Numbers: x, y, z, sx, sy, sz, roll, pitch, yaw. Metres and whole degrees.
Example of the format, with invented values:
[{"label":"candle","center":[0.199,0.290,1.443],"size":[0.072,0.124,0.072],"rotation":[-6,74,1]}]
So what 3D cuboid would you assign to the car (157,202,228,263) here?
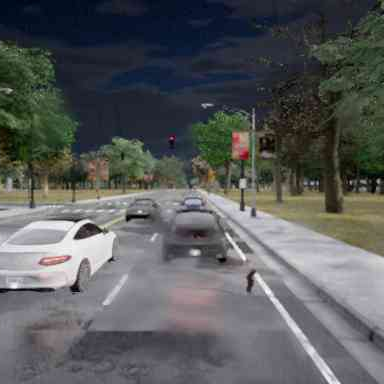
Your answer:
[{"label":"car","center":[0.088,1.294,11.036],"size":[1.837,1.490,4.892],"rotation":[0,1,0]}]

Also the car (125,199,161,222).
[{"label":"car","center":[-3.171,1.145,22.216],"size":[1.994,1.385,4.181],"rotation":[0,1,0]}]

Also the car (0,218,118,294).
[{"label":"car","center":[-3.158,1.368,8.238],"size":[1.812,1.442,4.674],"rotation":[0,1,0]}]

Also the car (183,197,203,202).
[{"label":"car","center":[0.078,1.087,23.298],"size":[1.812,1.442,4.674],"rotation":[0,1,0]}]
